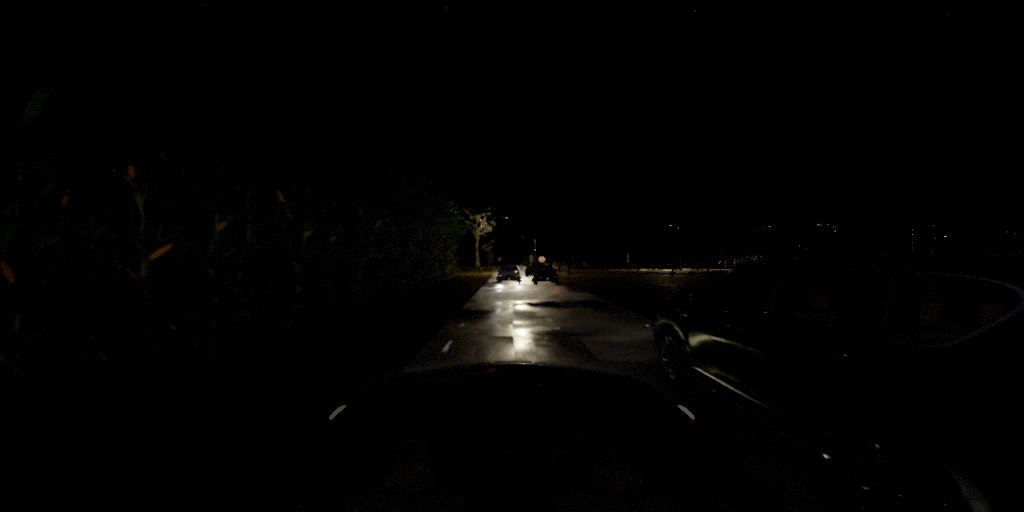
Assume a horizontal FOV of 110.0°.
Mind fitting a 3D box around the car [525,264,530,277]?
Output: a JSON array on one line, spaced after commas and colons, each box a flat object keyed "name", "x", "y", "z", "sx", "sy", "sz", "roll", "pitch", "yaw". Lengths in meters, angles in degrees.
[{"name": "car", "x": 2.473, "y": 1.597, "z": 40.164, "sx": 1.994, "sy": 1.385, "sz": 4.181, "roll": 0, "pitch": 0, "yaw": 0}]

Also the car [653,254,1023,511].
[{"name": "car", "x": 3.545, "y": 1.012, "z": 3.903, "sx": 2.150, "sy": 2.045, "sz": 5.566, "roll": 0, "pitch": 0, "yaw": 0}]

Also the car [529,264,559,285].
[{"name": "car", "x": 2.593, "y": 1.471, "z": 28.366, "sx": 1.812, "sy": 1.442, "sz": 4.674, "roll": 0, "pitch": 0, "yaw": 0}]

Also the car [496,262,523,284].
[{"name": "car", "x": -0.220, "y": 1.456, "z": 29.160, "sx": 1.812, "sy": 1.442, "sz": 4.674, "roll": 0, "pitch": 0, "yaw": 0}]
